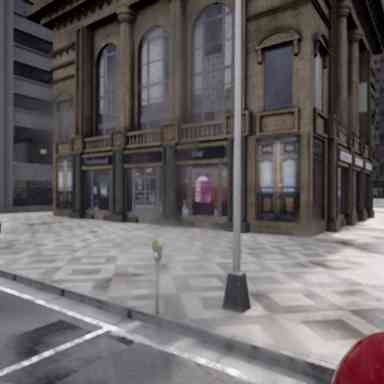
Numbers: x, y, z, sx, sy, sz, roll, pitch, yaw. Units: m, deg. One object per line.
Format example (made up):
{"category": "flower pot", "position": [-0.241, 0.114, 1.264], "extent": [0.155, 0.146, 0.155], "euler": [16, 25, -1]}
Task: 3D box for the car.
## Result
{"category": "car", "position": [2.930, 1.328, 0.868], "extent": [5.009, 1.841, 2.192], "euler": [0, 0, 36]}
